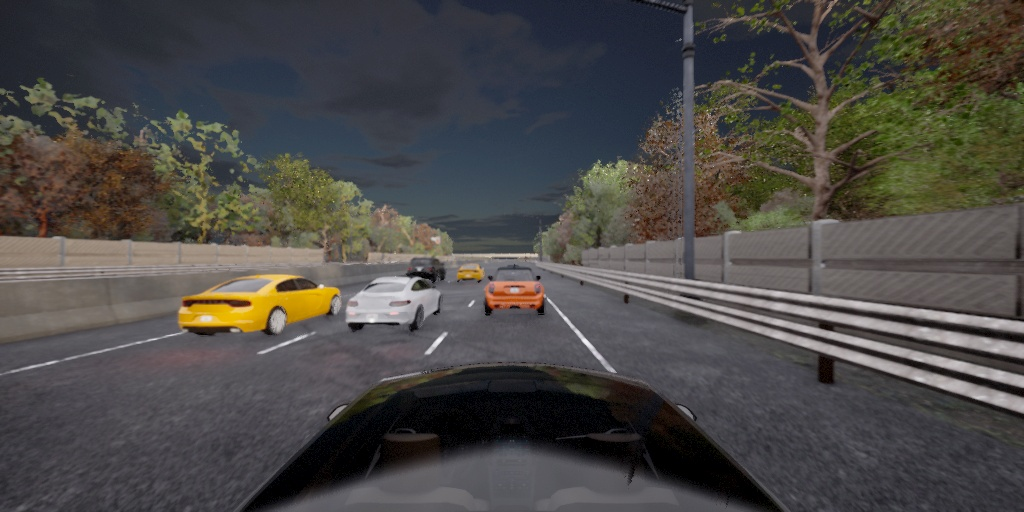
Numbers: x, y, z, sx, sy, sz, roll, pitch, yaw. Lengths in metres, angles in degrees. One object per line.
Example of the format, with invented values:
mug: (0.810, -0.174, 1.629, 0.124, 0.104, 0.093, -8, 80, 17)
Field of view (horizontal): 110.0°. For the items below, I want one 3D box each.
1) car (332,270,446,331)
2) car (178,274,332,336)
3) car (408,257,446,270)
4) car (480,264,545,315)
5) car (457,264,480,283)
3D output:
car: (-3.402, 1.325, 11.023, 1.812, 1.442, 4.674, 0, 0, 0)
car: (-6.901, 1.276, 10.571, 1.882, 1.535, 5.008, 0, 0, 0)
car: (-6.915, 1.132, 29.447, 2.150, 2.045, 5.566, 0, 0, 0)
car: (0.091, 1.165, 14.089, 2.097, 1.767, 4.553, 0, 0, 0)
car: (-3.413, 1.392, 30.304, 1.882, 1.535, 5.008, 0, 0, 0)
